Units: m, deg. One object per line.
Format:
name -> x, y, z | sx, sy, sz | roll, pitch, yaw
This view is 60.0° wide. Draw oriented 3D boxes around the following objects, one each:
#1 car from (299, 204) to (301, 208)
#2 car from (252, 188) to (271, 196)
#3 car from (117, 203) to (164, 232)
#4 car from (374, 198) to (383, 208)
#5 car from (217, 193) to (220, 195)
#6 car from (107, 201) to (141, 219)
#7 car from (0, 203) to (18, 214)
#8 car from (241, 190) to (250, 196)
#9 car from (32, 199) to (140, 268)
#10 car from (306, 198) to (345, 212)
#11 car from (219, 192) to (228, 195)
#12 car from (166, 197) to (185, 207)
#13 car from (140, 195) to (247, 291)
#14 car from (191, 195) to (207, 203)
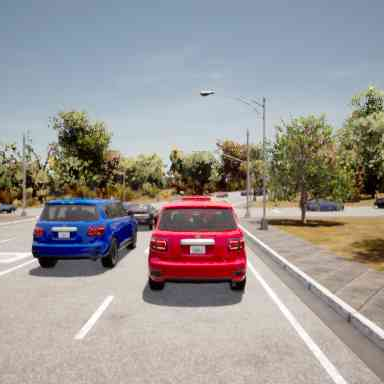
car -> 16.275, 1.550, 42.850 | 4.892, 1.490, 1.837 | -1, 0, 3
car -> 17.588, -0.102, 85.035 | 2.150, 2.045, 5.566 | 0, 3, 33
car -> -3.163, 1.530, 21.327 | 2.128, 1.511, 4.902 | 0, 0, 1
car -> 26.241, 1.049, 42.249 | 5.566, 2.045, 2.150 | -2, 0, 3
car -> 0.286, 1.255, 19.562 | 2.150, 2.045, 5.566 | 0, 0, 1
car -> -6.307, 1.632, 31.241 | 1.994, 1.385, 4.181 | 0, 0, 5
car -> -22.982, 1.805, 38.022 | 5.357, 1.411, 2.033 | -2, 0, 3
car -> 14.273, 0.239, 86.320 | 2.128, 1.511, 4.902 | 0, 3, 33
car -> -3.350, 1.232, 11.475 | 2.150, 2.045, 5.566 | 0, 0, 1
car -> 15.745, 1.604, 39.374 | 4.181, 1.385, 1.994 | -1, 0, 4
car -> 7.355, 0.713, 81.187 | 1.812, 1.442, 4.674 | 0, 3, 26
car -> -2.605, 1.600, 54.475 | 1.882, 1.535, 5.008 | 0, 0, 13
car -> 0.131, 1.227, 9.195 | 2.150, 2.045, 5.566 | 0, 0, 0
car -> 1.515, 1.419, 68.184 | 1.994, 1.385, 4.181 | 0, 2, 21
